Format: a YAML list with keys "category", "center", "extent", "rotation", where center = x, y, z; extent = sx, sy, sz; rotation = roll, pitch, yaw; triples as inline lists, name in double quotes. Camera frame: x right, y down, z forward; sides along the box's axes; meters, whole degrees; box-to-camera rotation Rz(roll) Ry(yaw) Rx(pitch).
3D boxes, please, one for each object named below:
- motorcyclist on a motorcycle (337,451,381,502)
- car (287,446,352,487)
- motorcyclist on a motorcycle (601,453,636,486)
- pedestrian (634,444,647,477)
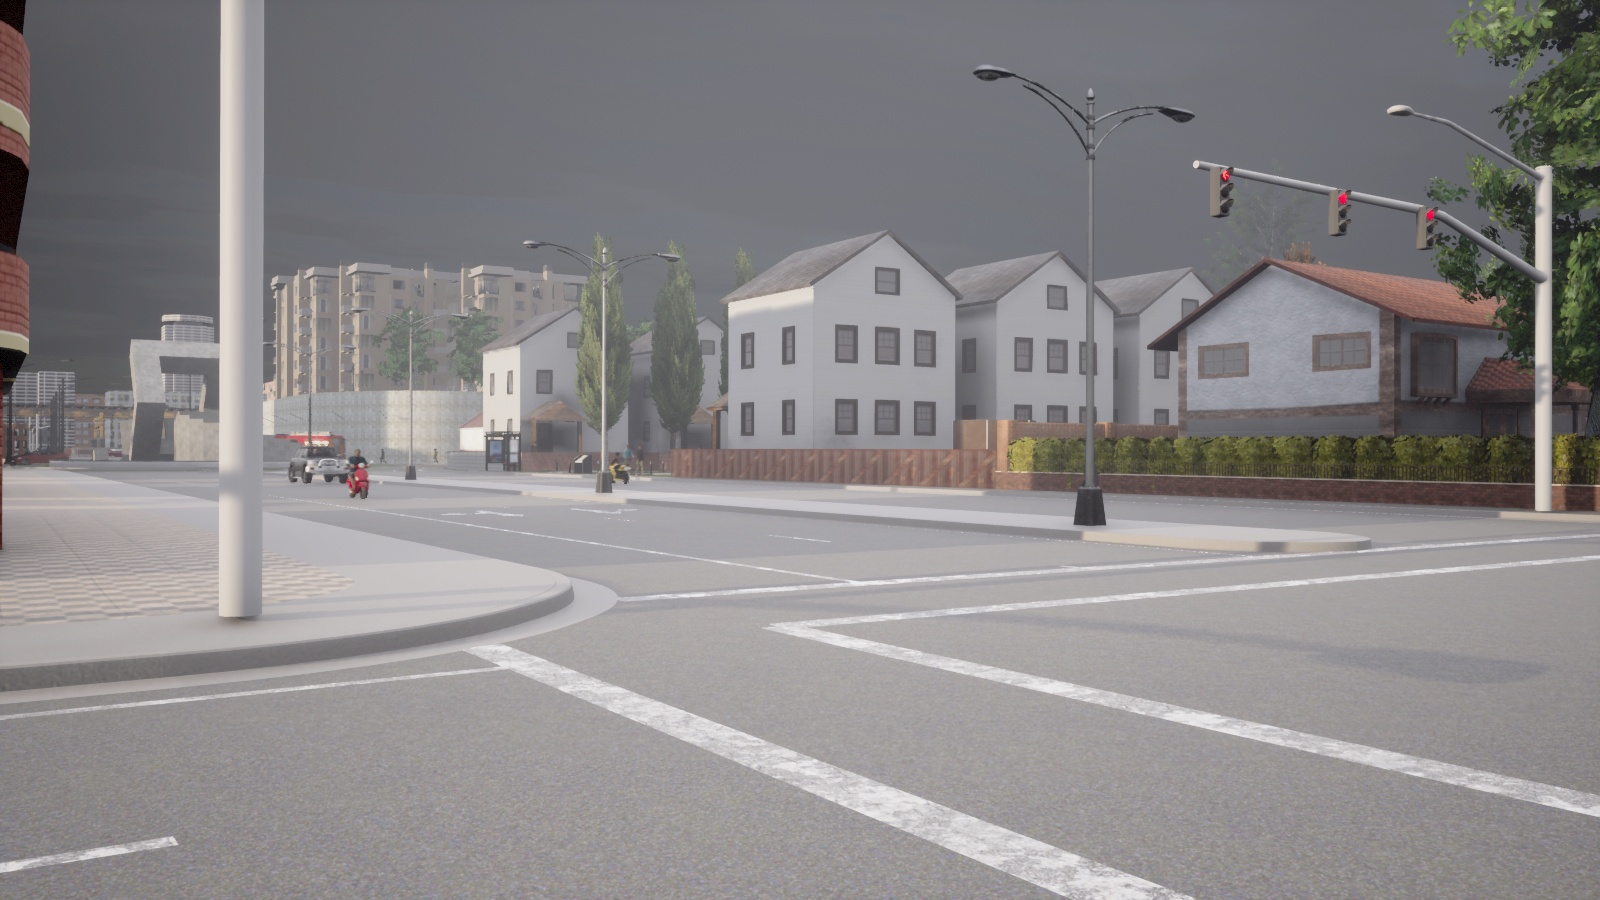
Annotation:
- category: "motorcyclist on a motorcycle"
  center: [-13.949, 0.825, 39.692]
  extent: [0.866, 1.590, 1.817]
  rotation: [0, 0, -33]
- category: "car"
  center: [-22.744, 0.755, 59.351]
  extent: [1.932, 1.855, 4.605]
  rotation: [0, 0, -33]
- category: "motorcyclist on a motorcycle"
  center: [-8.488, 0.888, 58.637]
  extent: [0.797, 1.523, 2.044]
  rotation: [0, 0, -33]
- category: "pedestrian"
  center: [-8.932, 0.590, 70.353]
  extent: [0.431, 1.840, 0.703]
  rotation: [0, 0, -39]
